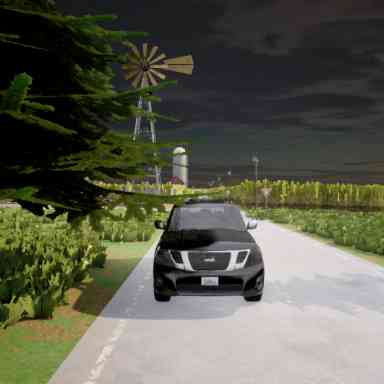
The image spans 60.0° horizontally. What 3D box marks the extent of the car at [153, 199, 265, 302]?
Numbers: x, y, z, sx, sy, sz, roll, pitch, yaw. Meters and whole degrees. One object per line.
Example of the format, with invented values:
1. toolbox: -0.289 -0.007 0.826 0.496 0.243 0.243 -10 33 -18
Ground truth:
1. car: 0.330 1.221 8.638 2.150 2.045 5.566 0 0 0
